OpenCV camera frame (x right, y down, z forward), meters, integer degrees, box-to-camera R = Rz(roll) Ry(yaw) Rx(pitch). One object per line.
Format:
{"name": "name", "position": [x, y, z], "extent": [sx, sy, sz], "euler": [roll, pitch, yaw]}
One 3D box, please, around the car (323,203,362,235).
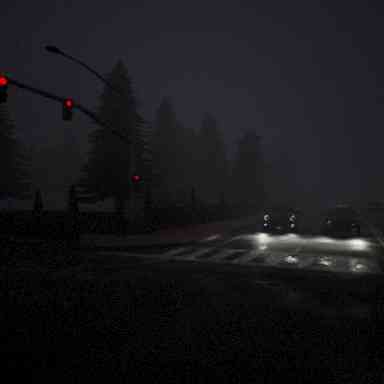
{"name": "car", "position": [9.211, 1.665, 20.380], "extent": [1.882, 1.535, 5.008], "euler": [-1, -1, 24]}

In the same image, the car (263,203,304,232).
{"name": "car", "position": [6.109, 1.591, 22.014], "extent": [2.097, 1.767, 4.553], "euler": [-1, -1, 24]}

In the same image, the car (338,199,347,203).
{"name": "car", "position": [34.825, 2.238, 76.929], "extent": [1.994, 1.385, 4.181], "euler": [-1, -1, 24]}

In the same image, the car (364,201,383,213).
{"name": "car", "position": [23.137, 1.895, 42.467], "extent": [2.033, 1.411, 5.357], "euler": [-1, -1, 25]}
